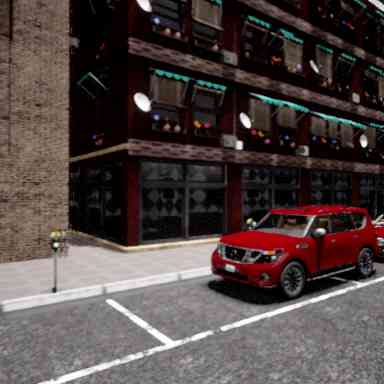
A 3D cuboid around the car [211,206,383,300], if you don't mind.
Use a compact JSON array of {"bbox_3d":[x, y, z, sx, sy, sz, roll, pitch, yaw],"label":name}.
[{"bbox_3d":[2.872,1.319,8.612,5.009,1.841,2.192,0,0,-36],"label":"car"}]
